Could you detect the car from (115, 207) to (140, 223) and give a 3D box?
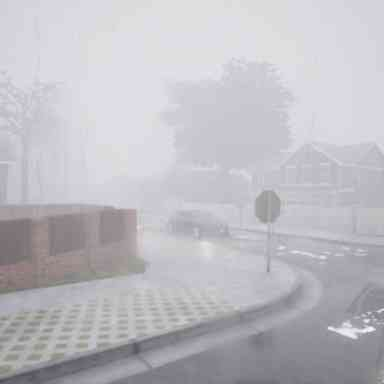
[{"bbox_3d":[-6.122,1.952,28.693,1.994,1.385,4.181,2,-2,-35],"label":"car"}]

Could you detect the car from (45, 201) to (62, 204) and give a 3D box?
[{"bbox_3d":[-18.283,2.022,44.357,2.097,1.767,4.553,2,-2,-41],"label":"car"}]

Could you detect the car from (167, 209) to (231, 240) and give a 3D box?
[{"bbox_3d":[0.245,1.768,18.923,1.837,1.490,4.892,2,-2,-32],"label":"car"}]
